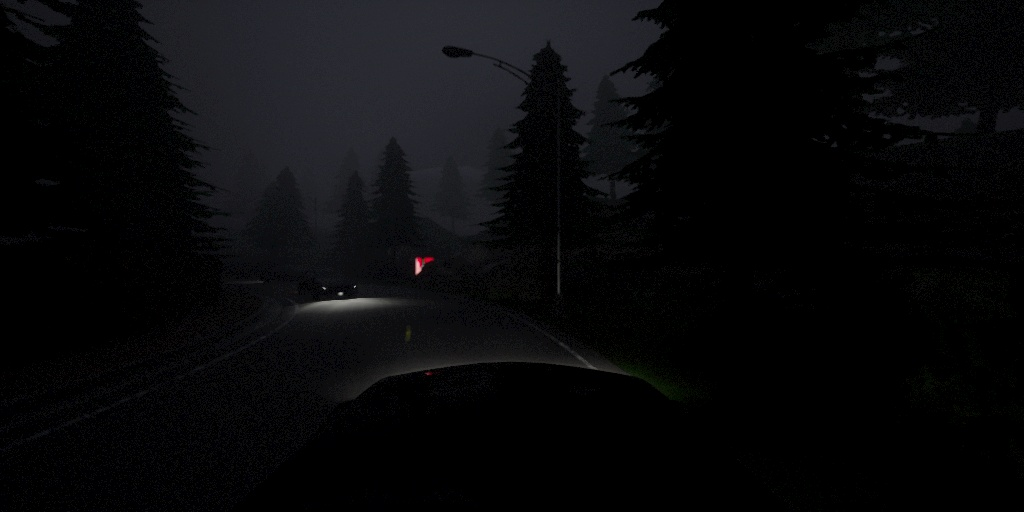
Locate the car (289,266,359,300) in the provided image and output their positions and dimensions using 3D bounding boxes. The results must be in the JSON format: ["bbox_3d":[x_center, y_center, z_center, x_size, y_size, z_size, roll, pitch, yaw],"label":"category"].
[{"bbox_3d":[-9.864,1.411,18.902,2.033,1.411,5.357,0,-1,-42],"label":"car"}]

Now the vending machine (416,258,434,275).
[{"bbox_3d":[-6.099,1.092,25.152,0.880,2.100,1.100,0,0,44],"label":"vending machine"}]

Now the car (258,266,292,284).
[{"bbox_3d":[-18.088,1.480,28.985,5.357,1.411,2.033,0,0,25],"label":"car"}]
